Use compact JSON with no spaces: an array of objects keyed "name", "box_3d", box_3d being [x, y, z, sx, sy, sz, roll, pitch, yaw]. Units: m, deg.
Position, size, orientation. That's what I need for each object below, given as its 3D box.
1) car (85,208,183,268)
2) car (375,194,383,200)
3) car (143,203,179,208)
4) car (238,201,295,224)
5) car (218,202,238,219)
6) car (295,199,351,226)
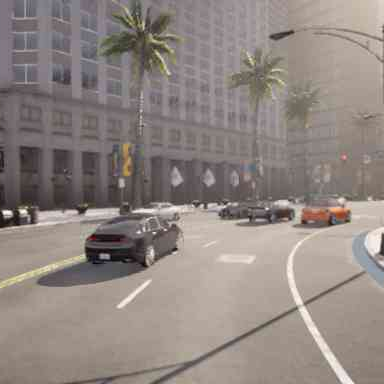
[{"name":"car","box_3d":[-1.747,1.518,11.457,1.837,1.490,4.892,-1,0,16]},{"name":"car","box_3d":[42.529,1.086,74.307,4.786,1.482,2.161,-1,0,-44]},{"name":"car","box_3d":[-2.668,1.546,25.383,1.812,1.442,4.674,-1,0,36]},{"name":"car","box_3d":[5.895,1.427,24.464,2.128,1.511,4.902,-1,0,43]},{"name":"car","box_3d":[4.084,1.519,28.104,1.994,1.385,4.181,-1,0,44]},{"name":"car","box_3d":[9.311,1.257,22.957,2.097,1.767,4.553,-1,0,42]}]
